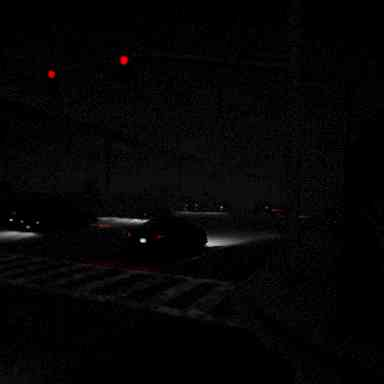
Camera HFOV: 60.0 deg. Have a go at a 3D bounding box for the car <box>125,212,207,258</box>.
[{"bbox_3d":[-0.923,1.748,13.740,1.994,1.385,4.181,0,-1,25],"label":"car"}]

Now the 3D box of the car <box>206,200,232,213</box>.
[{"bbox_3d":[4.336,2.087,49.535,2.097,1.767,4.553,0,-1,26],"label":"car"}]

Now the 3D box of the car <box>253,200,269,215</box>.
[{"bbox_3d":[9.603,2.074,44.154,2.097,1.767,4.553,0,-1,26],"label":"car"}]

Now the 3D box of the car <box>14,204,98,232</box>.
[{"bbox_3d":[-8.703,1.762,22.386,2.033,1.411,5.357,0,-1,25],"label":"car"}]

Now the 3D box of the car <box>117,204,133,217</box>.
[{"bbox_3d":[-6.114,1.956,35.939,1.812,1.442,4.674,0,-1,26],"label":"car"}]

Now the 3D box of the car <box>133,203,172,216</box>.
[{"bbox_3d":[-3.597,1.984,33.088,1.994,1.385,4.181,0,-1,26],"label":"car"}]

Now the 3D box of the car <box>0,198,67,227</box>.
[{"bbox_3d":[-11.589,1.432,24.474,2.150,2.045,5.566,0,-1,26],"label":"car"}]

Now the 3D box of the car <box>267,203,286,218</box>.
[{"bbox_3d":[10.131,2.134,37.022,1.837,1.490,4.892,0,-1,26],"label":"car"}]

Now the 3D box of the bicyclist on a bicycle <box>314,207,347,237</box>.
[{"bbox_3d":[7.482,1.639,18.040,1.656,1.620,0.582,0,-1,26],"label":"bicyclist on a bicycle"}]

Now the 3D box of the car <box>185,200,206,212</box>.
[{"bbox_3d":[0.730,2.054,50.130,2.097,1.767,4.553,0,-1,26],"label":"car"}]

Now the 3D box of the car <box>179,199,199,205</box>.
[{"bbox_3d":[-0.785,2.627,85.741,4.974,1.542,2.038,1,-1,-36],"label":"car"}]

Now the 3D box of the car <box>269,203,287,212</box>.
[{"bbox_3d":[13.738,2.453,52.939,1.994,1.385,4.181,0,-1,26],"label":"car"}]
